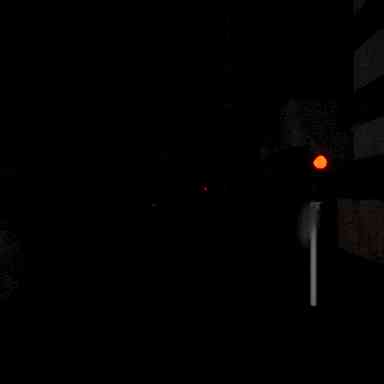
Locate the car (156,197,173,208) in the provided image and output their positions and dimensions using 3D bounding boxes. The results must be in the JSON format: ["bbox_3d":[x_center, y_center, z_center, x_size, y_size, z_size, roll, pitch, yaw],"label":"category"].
[{"bbox_3d":[-4.120,1.547,50.318,2.033,1.411,5.357,0,0,1],"label":"car"}]

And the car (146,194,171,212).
[{"bbox_3d":[-4.138,1.221,39.674,2.150,2.045,5.566,0,0,0],"label":"car"}]
